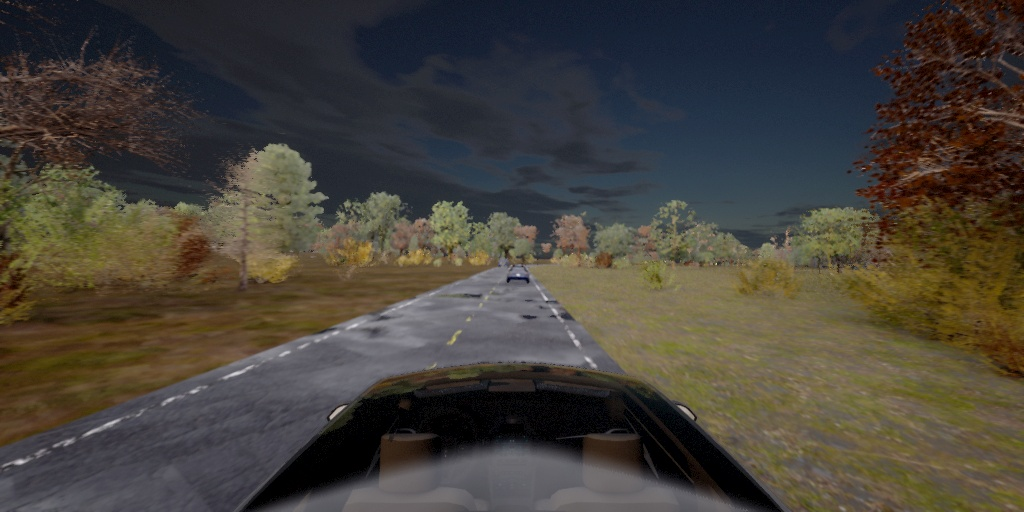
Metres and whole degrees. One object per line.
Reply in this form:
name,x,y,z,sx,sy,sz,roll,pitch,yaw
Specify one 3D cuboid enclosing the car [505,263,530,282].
car,0.559,1.577,32.234,1.994,1.385,4.181,2,0,1
